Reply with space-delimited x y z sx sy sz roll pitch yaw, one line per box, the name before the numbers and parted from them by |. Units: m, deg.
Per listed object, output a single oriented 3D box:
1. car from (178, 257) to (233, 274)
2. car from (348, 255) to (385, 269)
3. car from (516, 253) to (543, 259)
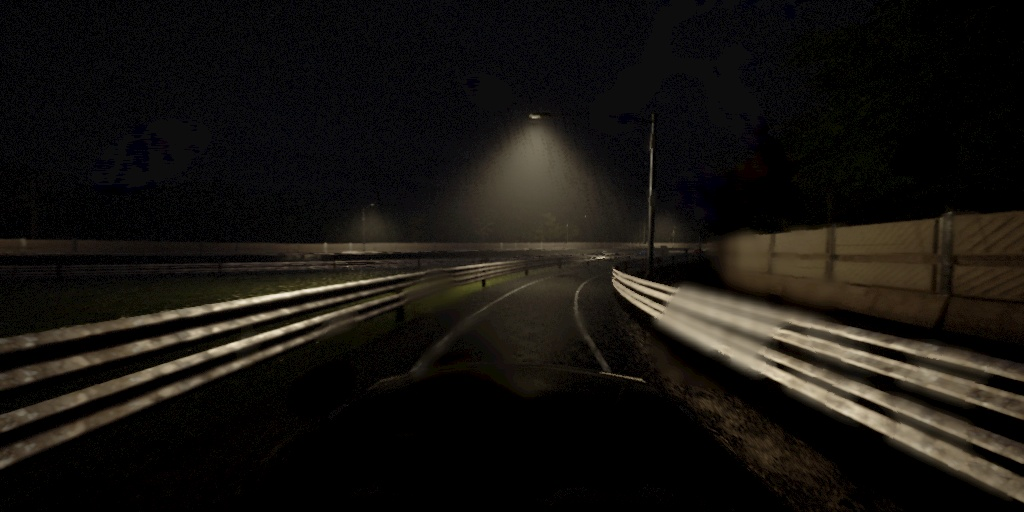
car | -32.871 0.931 38.660 4.553 1.767 2.097 -1 3 -36
car | -19.530 0.733 48.241 4.553 1.767 2.097 -1 3 -36
car | 3.196 0.252 64.555 5.357 1.411 2.033 -2 3 -36
